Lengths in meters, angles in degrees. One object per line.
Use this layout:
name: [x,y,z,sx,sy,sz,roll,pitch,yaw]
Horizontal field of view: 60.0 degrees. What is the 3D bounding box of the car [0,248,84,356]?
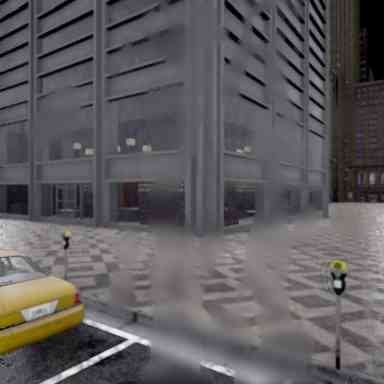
car: [-3.879,1.529,5.716,4.829,1.417,1.752,0,0,35]
